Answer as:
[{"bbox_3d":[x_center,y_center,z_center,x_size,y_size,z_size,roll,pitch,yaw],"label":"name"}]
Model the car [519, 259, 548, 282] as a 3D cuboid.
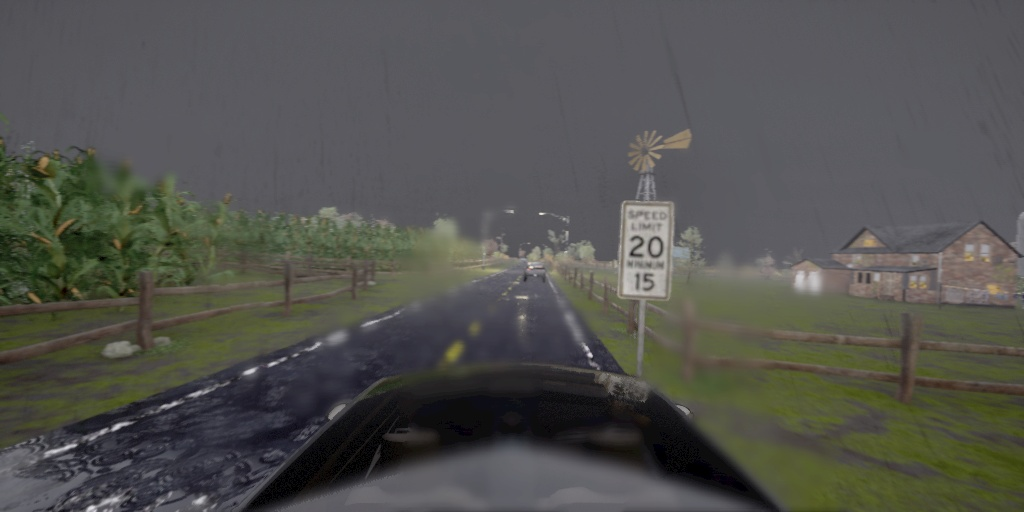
[{"bbox_3d":[1.996,1.313,30.412,2.128,1.511,4.902,3,0,4],"label":"car"}]
